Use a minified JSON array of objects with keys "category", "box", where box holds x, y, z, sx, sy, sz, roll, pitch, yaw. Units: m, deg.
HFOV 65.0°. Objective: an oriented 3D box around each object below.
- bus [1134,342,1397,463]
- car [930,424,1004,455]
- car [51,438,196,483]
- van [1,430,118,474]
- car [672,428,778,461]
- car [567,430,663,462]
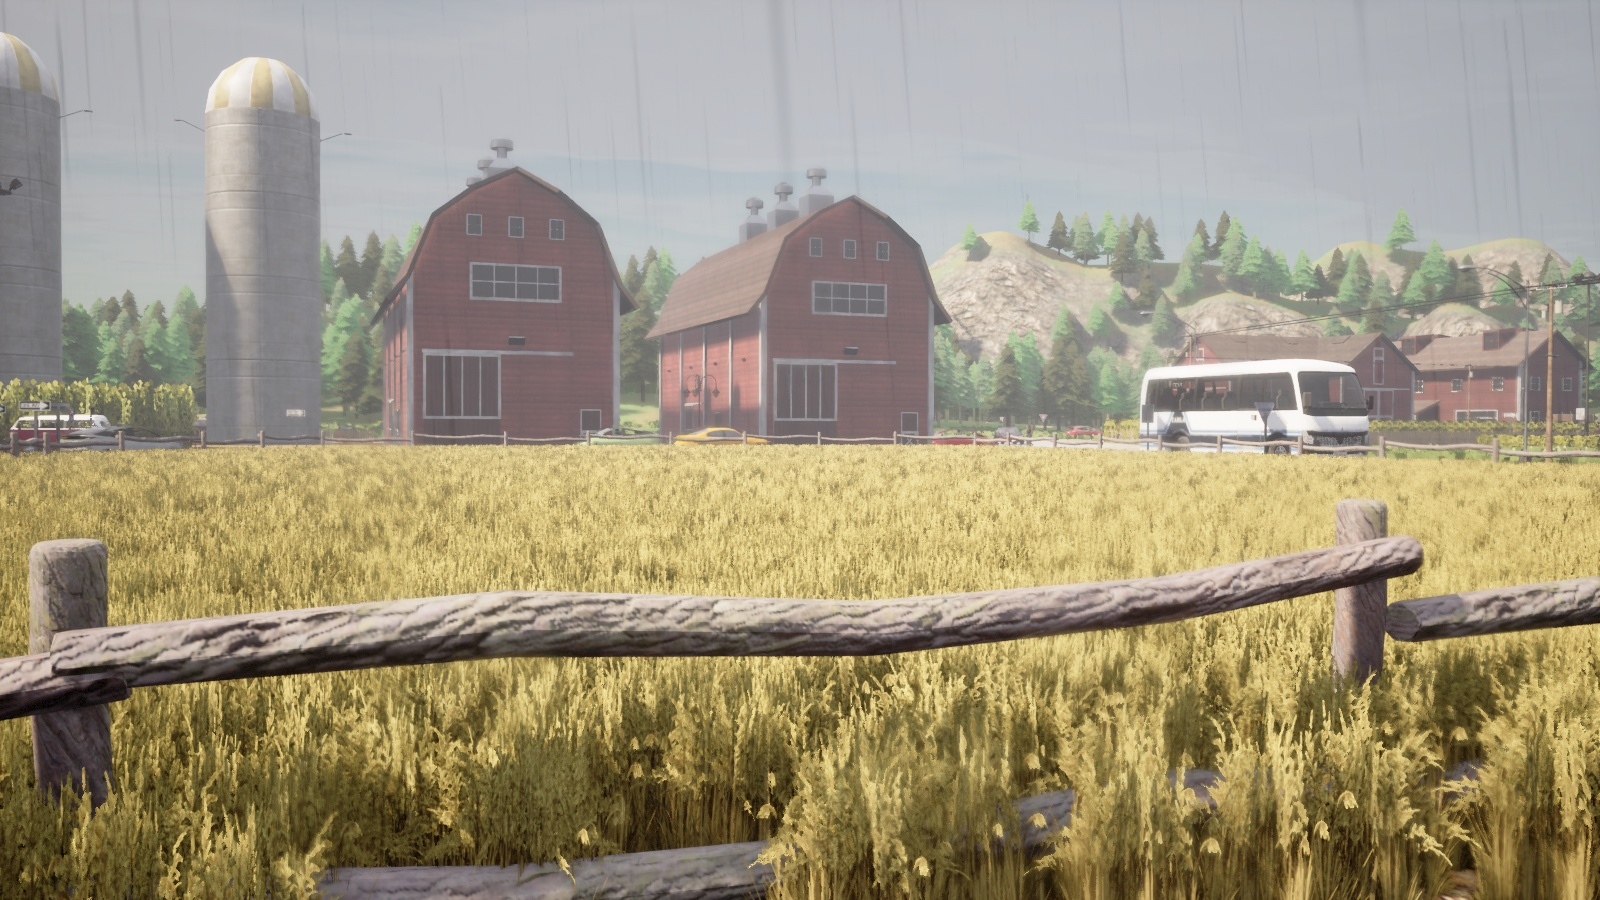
[{"category":"bus","box":[18.037,-1.767,49.780,3.944,4.253,10.273,-1,1,-21]},{"category":"car","box":[8.837,-0.574,66.783,3.705,1.549,1.789,-1,1,1]},{"category":"car","box":[-25.189,0.378,46.938,2.007,1.525,4.514,-1,1,21]},{"category":"van","box":[-36.424,0.071,61.842,4.480,2.038,2.069,-1,0,-7]},{"category":"car","box":[-3.823,-0.293,63.950,5.008,1.535,1.882,-2,1,-24]},{"category":"car","box":[-9.621,-0.244,65.185,4.514,1.525,2.007,-2,1,-24]}]
